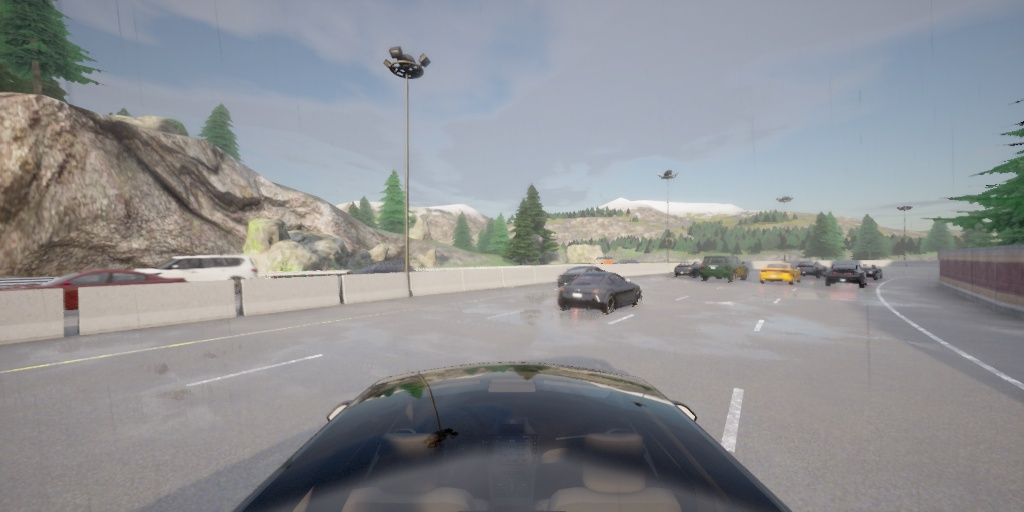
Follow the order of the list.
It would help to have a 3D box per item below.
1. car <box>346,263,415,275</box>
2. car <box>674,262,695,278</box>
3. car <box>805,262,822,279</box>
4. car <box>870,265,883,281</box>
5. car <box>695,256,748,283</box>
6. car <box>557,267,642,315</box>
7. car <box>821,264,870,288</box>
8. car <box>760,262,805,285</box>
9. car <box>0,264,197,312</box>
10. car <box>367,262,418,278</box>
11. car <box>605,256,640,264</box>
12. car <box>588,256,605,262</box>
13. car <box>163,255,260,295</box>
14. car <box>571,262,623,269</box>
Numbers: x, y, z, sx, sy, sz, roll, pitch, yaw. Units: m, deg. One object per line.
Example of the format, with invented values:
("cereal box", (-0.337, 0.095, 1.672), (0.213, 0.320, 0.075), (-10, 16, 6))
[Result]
("car", (-10.935, 1.303, 29.781), (2.033, 1.411, 5.357), (0, 0, 40))
("car", (16.668, 1.252, 33.019), (4.902, 1.511, 2.128), (0, 0, -43))
("car", (27.700, 1.254, 33.206), (4.902, 1.511, 2.128), (0, 0, -39))
("car", (30.426, 1.363, 30.928), (4.718, 1.301, 1.895), (0, 0, -39))
("car", (16.929, 0.981, 28.529), (5.566, 2.045, 2.150), (0, 0, -43))
("car", (3.489, 1.317, 13.878), (1.994, 1.385, 4.181), (0, 0, 38))
("car", (22.484, 1.264, 24.096), (4.892, 1.490, 1.837), (0, 0, -43))
("car", (19.759, 1.237, 26.334), (5.008, 1.535, 1.882), (0, 0, -44))
("car", (-14.869, 1.228, 12.773), (1.882, 1.535, 5.008), (0, 0, 34))
("car", (-11.448, 1.321, 34.493), (1.994, 1.385, 4.181), (0, 0, 41))
("car", (14.241, 1.181, 45.100), (4.553, 1.767, 2.097), (0, 0, -40))
("car", (12.001, 0.773, 47.790), (4.553, 1.767, 2.097), (0, 0, -40))
("car", (-15.791, 0.973, 17.651), (2.150, 2.045, 5.566), (0, 0, 35))
("car", (4.327, 1.281, 20.379), (1.812, 1.442, 4.674), (0, 0, 40))
